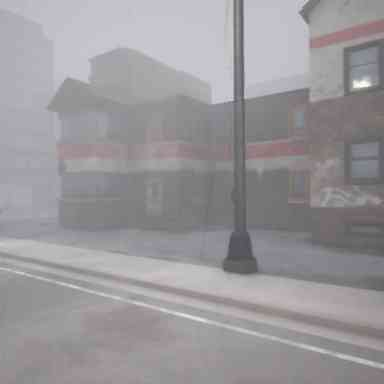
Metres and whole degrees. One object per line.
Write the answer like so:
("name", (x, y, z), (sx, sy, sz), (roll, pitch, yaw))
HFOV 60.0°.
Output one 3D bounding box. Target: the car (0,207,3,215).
("car", (-19.800, 1.699, 29.998), (2.038, 1.542, 4.974), (0, 0, 15))
